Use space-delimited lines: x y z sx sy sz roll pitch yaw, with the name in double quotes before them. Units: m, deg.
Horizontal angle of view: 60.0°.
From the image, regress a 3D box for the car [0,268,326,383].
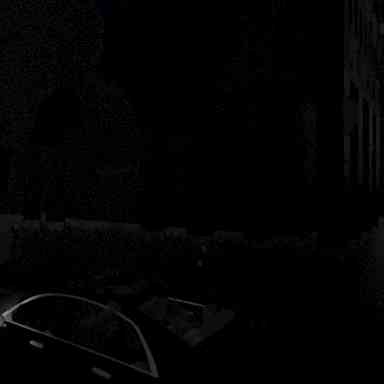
"car" -0.915 1.548 3.613 4.403 1.369 2.008 0 0 36
